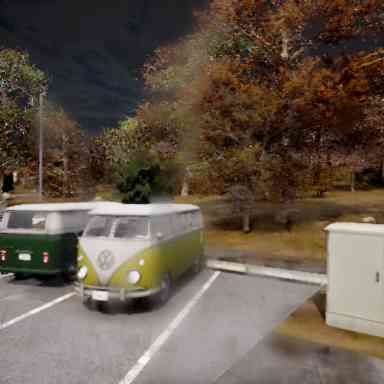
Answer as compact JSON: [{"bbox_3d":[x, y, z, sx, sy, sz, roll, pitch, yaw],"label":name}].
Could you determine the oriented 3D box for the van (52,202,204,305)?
[{"bbox_3d":[-1.020,1.285,8.019,1.878,1.987,4.442,0,-1,15],"label":"van"}]

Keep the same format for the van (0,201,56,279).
[{"bbox_3d":[-3.366,1.303,9.954,1.878,1.987,4.442,0,-1,15],"label":"van"}]
